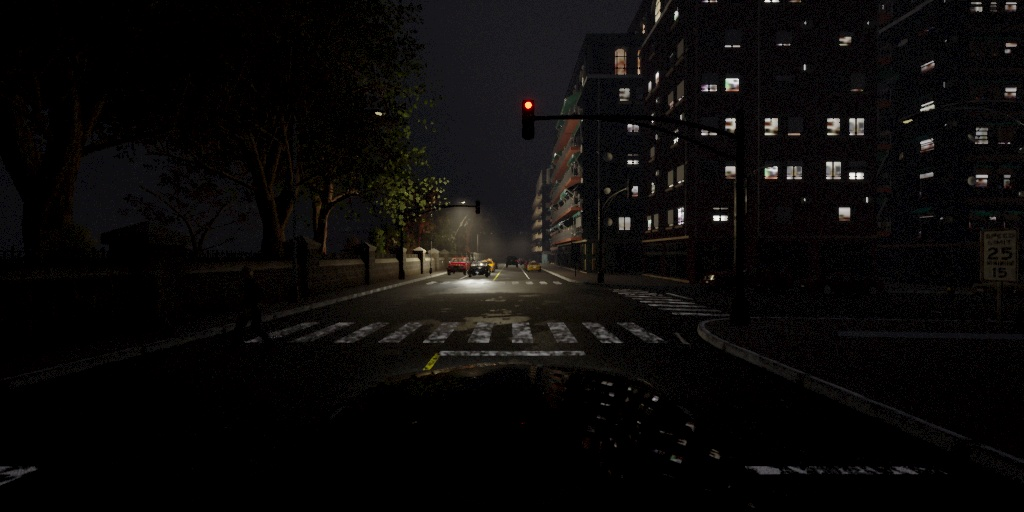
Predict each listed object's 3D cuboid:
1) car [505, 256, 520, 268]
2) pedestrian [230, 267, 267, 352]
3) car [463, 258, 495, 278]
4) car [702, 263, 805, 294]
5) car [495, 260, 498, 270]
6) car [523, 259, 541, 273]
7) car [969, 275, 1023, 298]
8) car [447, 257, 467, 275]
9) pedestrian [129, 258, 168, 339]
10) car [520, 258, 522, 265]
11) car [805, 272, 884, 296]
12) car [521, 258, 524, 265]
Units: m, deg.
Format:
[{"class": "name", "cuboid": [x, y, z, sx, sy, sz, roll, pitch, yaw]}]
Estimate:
[{"class": "car", "cuboid": [-0.001, 0.993, 63.751, 2.150, 2.045, 5.566, 0, 0, 0]}, {"class": "pedestrian", "cuboid": [-5.431, 1.043, 7.392, 0.375, 1.860, 0.375, 0, 0, 0]}, {"class": "car", "cuboid": [-3.088, 1.245, 34.761, 2.128, 1.511, 4.902, 0, 0, 0]}, {"class": "car", "cuboid": [14.598, 1.338, 22.236, 5.009, 1.841, 2.192, 0, 0, 0]}, {"class": "car", "cuboid": [-3.092, 1.235, 44.262, 1.882, 1.535, 5.008, 0, 0, 0]}, {"class": "car", "cuboid": [2.689, 1.283, 44.526, 1.751, 1.417, 4.829, 0, 0, 0]}, {"class": "car", "cuboid": [31.515, 1.857, 22.290, 4.829, 1.417, 1.751, 0, 0, 0]}, {"class": "car", "cuboid": [-5.691, 1.069, 38.820, 2.192, 1.841, 5.009, 0, 0, 0]}, {"class": "pedestrian", "cuboid": [-8.145, 0.891, 8.039, 0.375, 1.860, 0.375, 0, 0, 0]}, {"class": "car", "cuboid": [2.689, 1.315, 55.427, 2.007, 1.370, 4.403, 0, 0, 0]}, {"class": "car", "cuboid": [20.293, 1.671, 22.255, 4.507, 1.381, 1.888, 0, 0, 0]}, {"class": "car", "cuboid": [2.689, 1.306, 49.891, 1.888, 1.381, 4.507, 0, 0, 0]}]
